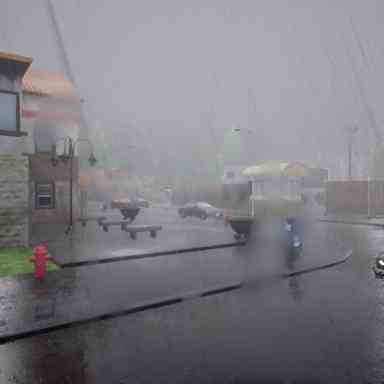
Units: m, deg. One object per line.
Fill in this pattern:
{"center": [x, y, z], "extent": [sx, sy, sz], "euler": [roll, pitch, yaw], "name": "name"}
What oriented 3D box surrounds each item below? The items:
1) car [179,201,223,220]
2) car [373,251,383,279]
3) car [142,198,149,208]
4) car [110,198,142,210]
{"center": [0.639, 1.526, 27.975], "extent": [1.812, 1.442, 4.674], "euler": [0, 0, -36], "name": "car"}
{"center": [6.846, 1.547, 8.744], "extent": [5.357, 1.411, 2.033], "euler": [0, 0, -38], "name": "car"}
{"center": [-7.727, 1.526, 46.754], "extent": [1.812, 1.442, 4.674], "euler": [0, 0, -39], "name": "car"}
{"center": [-8.448, 1.477, 40.836], "extent": [1.882, 1.535, 5.008], "euler": [0, 0, -35], "name": "car"}
